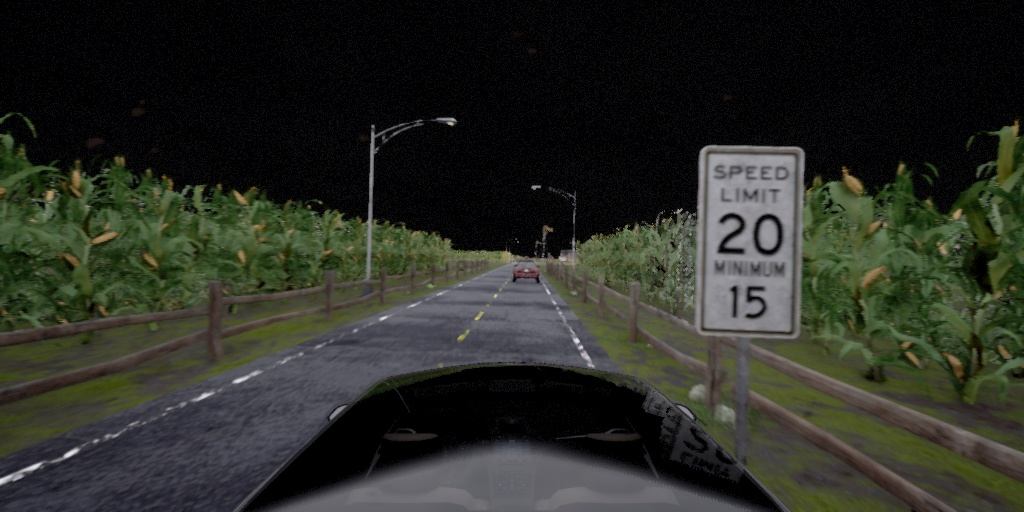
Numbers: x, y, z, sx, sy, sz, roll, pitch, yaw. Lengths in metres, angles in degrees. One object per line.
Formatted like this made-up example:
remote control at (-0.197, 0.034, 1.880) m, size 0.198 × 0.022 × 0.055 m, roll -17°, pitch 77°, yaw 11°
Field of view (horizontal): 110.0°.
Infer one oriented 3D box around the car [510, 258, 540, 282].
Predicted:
car at (1.197, 1.134, 29.743) m, size 2.097 × 1.767 × 4.553 m, roll 2°, pitch 0°, yaw 2°
